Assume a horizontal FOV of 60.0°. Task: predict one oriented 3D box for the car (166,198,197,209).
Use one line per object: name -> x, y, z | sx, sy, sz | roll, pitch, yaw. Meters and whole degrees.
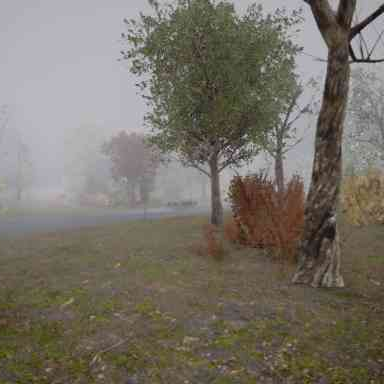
car -> -1.309, 1.397, 42.690 | 1.895, 1.301, 4.718 | 0, 0, 31
